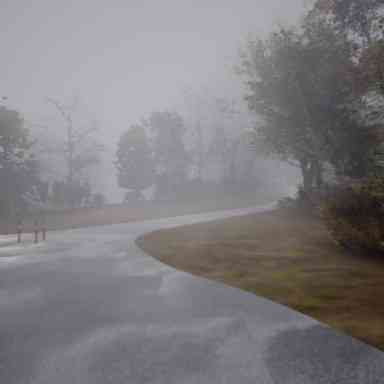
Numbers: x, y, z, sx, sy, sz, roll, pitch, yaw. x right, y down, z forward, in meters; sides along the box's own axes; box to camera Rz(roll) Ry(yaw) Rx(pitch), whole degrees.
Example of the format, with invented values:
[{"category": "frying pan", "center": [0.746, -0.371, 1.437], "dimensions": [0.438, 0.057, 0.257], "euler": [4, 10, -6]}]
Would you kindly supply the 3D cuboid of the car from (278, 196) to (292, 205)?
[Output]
[{"category": "car", "center": [16.026, 1.395, 56.947], "dimensions": [2.128, 1.511, 4.902], "euler": [-3, 0, 27]}]
